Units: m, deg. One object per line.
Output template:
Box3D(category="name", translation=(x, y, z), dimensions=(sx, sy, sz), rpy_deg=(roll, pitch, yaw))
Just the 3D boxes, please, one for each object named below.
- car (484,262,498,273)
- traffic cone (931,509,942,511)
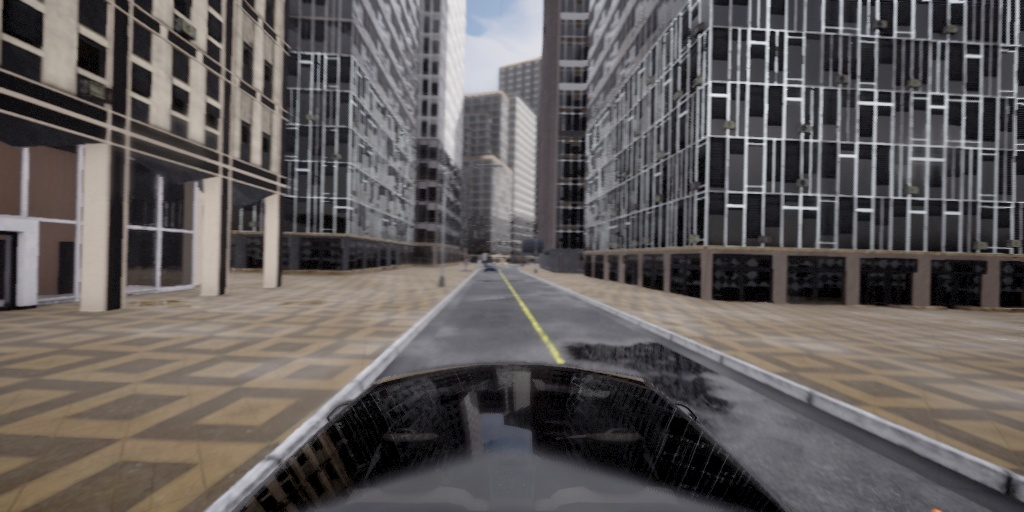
Box3D(category="car", translation=(-2.894, 1.571, 49.026), dimensions=(2.033, 1.411, 5.357), rpy_deg=(1, -1, -3))
Box3D(category="traffic cone", translation=(2.448, 1.767, 2.067), dimensions=(0.340, 0.580, 0.340), rpy_deg=(0, 0, -3))
